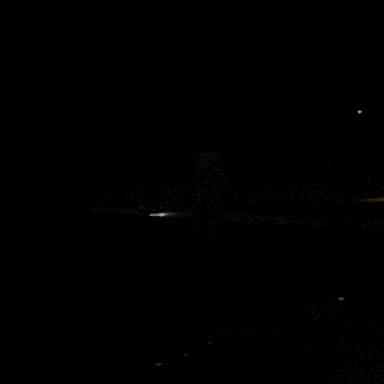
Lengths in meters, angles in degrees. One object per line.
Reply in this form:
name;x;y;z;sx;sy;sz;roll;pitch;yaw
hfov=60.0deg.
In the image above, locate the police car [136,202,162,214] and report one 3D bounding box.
police car;-5.961;2.226;46.688;2.038;1.542;4.974;-3;0;-35
